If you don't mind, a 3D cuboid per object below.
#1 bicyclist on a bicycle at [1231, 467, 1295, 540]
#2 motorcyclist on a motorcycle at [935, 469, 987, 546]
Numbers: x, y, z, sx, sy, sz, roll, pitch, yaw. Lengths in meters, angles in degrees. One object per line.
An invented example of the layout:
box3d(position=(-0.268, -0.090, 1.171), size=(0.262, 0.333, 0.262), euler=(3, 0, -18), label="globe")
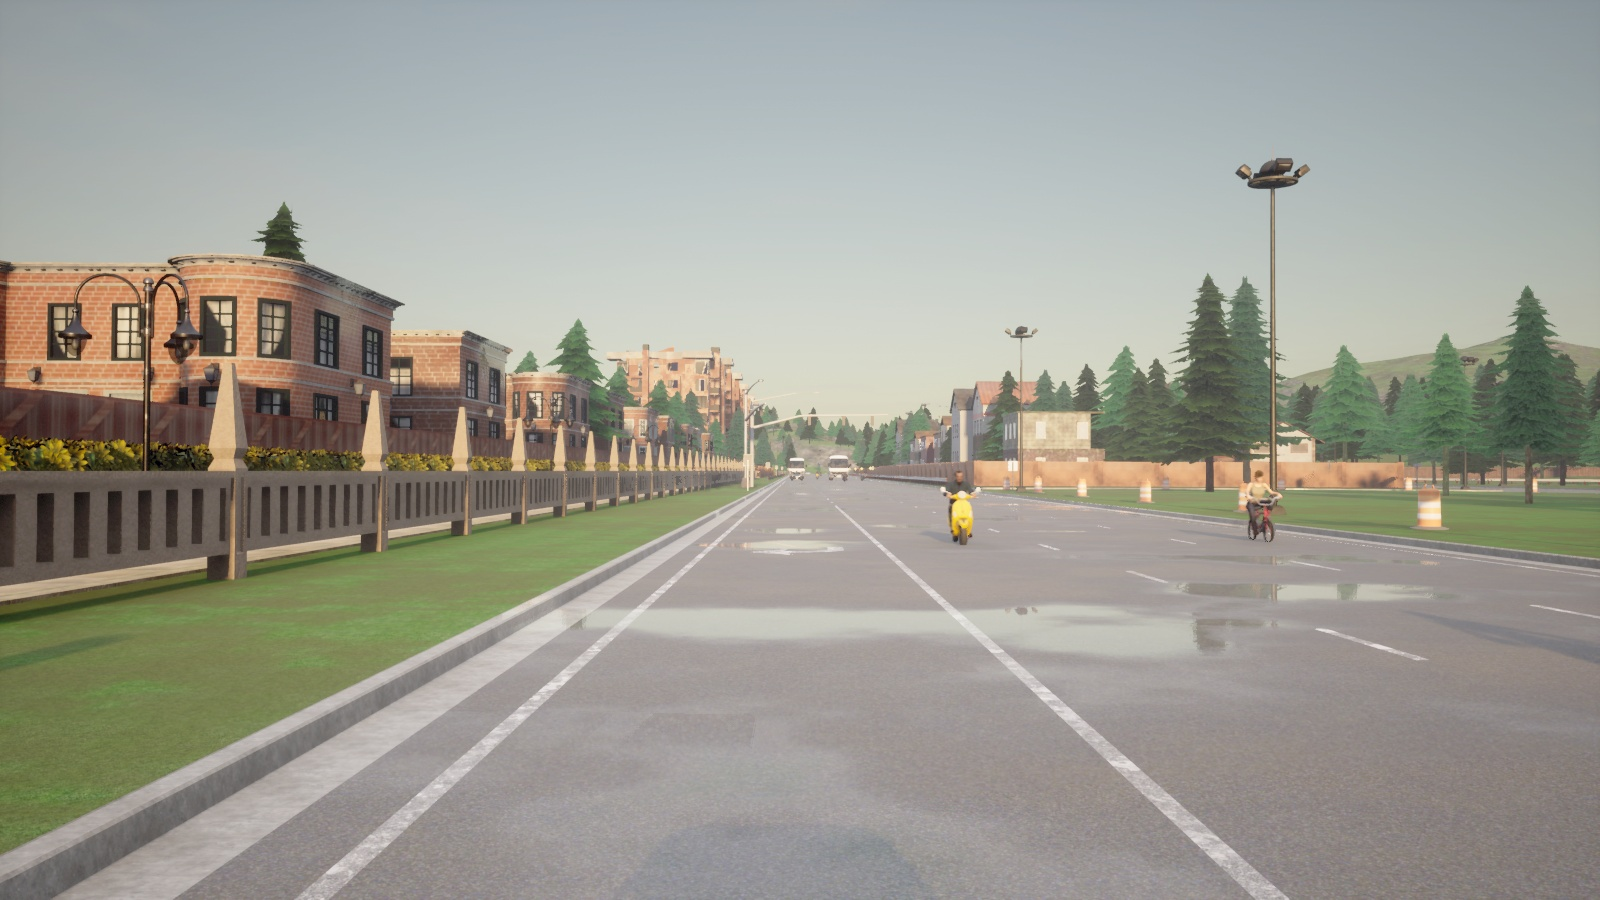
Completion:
box3d(position=(10.429, 1.185, 28.360), size=(0.866, 1.612, 1.509), euler=(0, -1, 0), label="bicyclist on a bicycle")
box3d(position=(3.438, 1.206, 26.967), size=(0.866, 1.590, 1.817), euler=(0, -1, 0), label="motorcyclist on a motorcycle")
